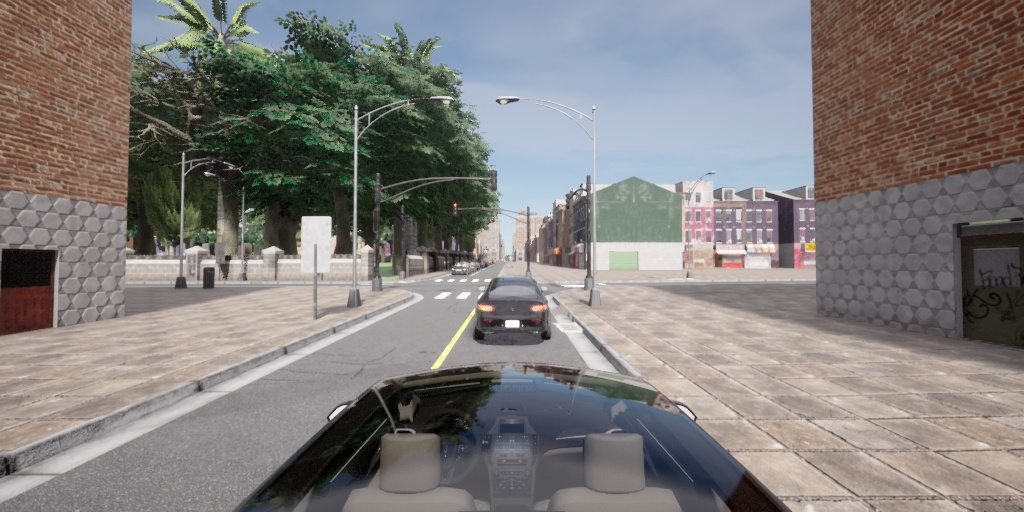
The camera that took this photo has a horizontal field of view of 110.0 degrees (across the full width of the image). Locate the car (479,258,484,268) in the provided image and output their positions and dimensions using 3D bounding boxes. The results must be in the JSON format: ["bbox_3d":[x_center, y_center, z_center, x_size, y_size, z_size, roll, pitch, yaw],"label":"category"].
[{"bbox_3d":[-5.555,1.371,51.370,1.948,1.339,4.313,0,0,0],"label":"car"}]

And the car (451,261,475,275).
[{"bbox_3d":[-5.493,1.332,38.784,2.007,1.370,4.403,0,0,0],"label":"car"}]

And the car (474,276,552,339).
[{"bbox_3d":[0.031,1.279,9.921,1.812,1.442,4.674,0,0,1],"label":"car"}]

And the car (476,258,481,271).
[{"bbox_3d":[-5.517,1.344,45.920,2.007,1.370,4.403,0,0,0],"label":"car"}]

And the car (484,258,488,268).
[{"bbox_3d":[-5.632,1.417,62.269,1.802,1.307,4.207,0,0,0],"label":"car"}]
